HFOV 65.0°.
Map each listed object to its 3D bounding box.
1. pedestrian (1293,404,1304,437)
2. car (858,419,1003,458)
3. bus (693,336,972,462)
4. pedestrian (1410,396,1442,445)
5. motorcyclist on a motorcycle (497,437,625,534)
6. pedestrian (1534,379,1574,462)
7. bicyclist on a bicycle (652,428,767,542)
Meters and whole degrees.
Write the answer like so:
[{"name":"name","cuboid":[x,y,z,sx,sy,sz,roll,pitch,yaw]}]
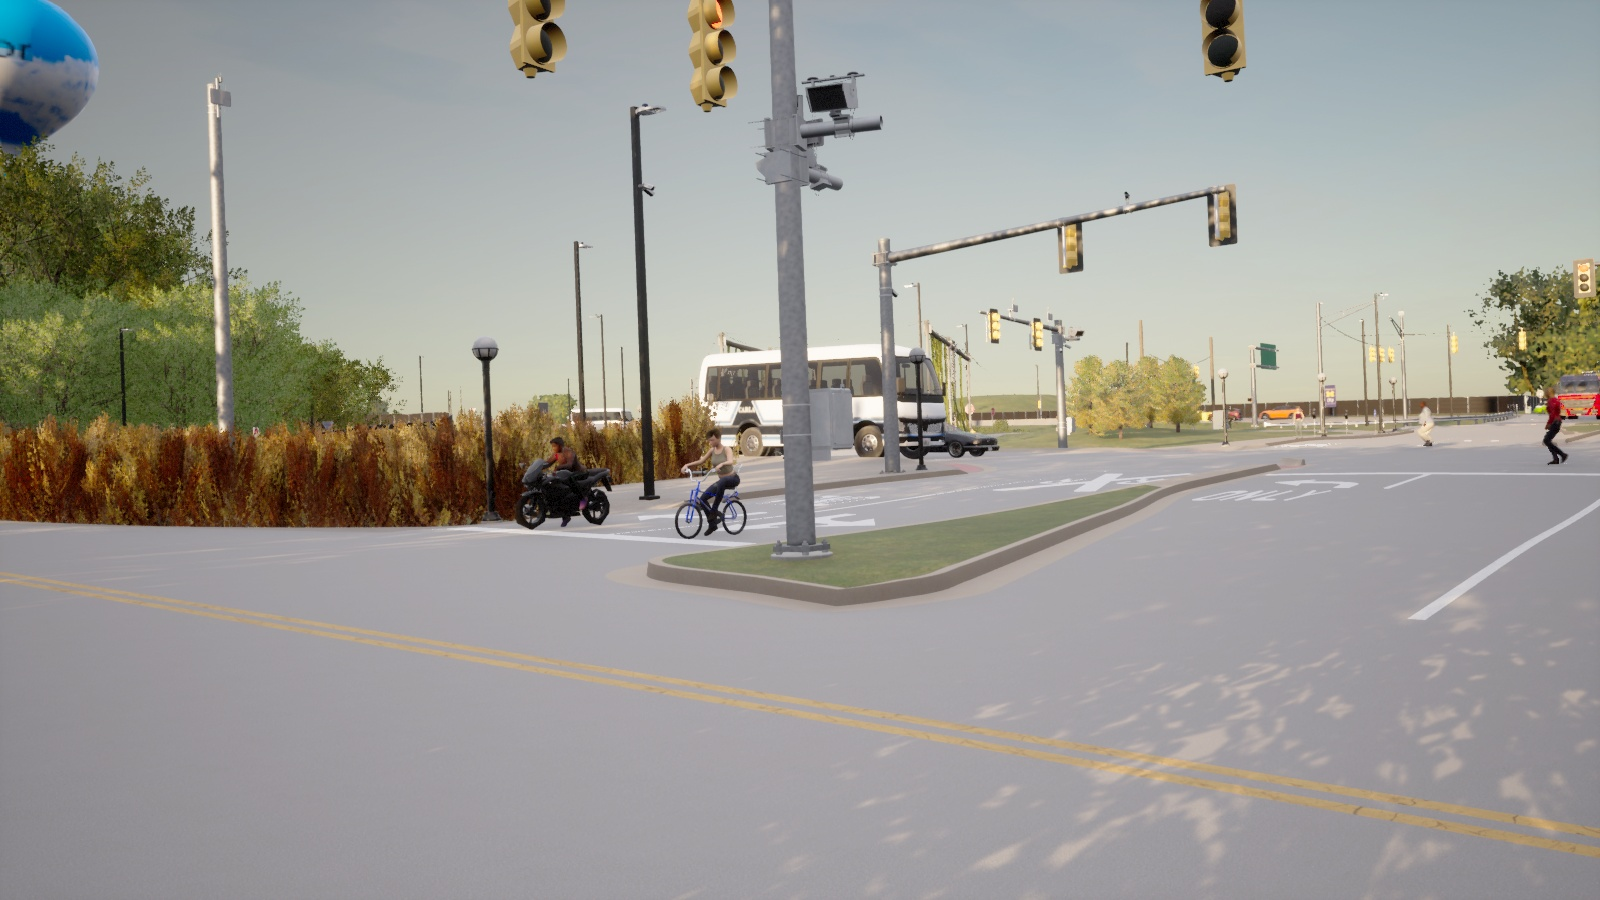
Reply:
[{"name":"pedestrian","cuboid":[27.409,-1.623,69.088,0.345,1.836,0.594,-3,0,38]},{"name":"car","cuboid":[5.057,-0.439,49.106,5.357,1.411,2.033,0,1,37]},{"name":"bus","cuboid":[1.015,-1.758,47.452,10.273,4.253,3.944,0,1,40]},{"name":"pedestrian","cuboid":[24.365,-1.133,48.875,0.900,1.855,0.874,-3,0,40]},{"name":"motorcyclist on a motorcycle","cuboid":[-3.962,0.557,20.981,0.797,1.523,2.044,-1,0,39]},{"name":"pedestrian","cuboid":[17.027,-0.660,28.353,0.636,1.846,0.331,-3,0,45]},{"name":"bicyclist on a bicycle","cuboid":[-1.331,0.496,18.663,0.866,1.612,1.509,-1,0,41]}]
